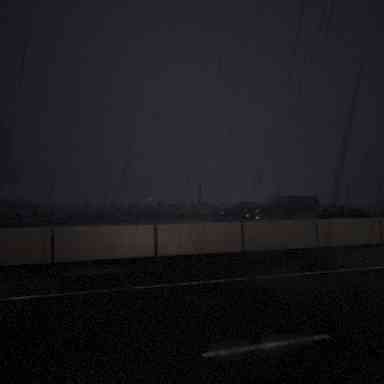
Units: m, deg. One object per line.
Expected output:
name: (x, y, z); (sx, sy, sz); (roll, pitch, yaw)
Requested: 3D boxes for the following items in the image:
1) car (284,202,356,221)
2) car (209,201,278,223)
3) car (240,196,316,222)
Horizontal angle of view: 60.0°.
car: (8.438, 1.533, 20.117); (4.902, 1.511, 2.128); (0, 0, -17)
car: (4.009, 1.503, 26.062); (5.008, 1.535, 1.882); (0, 0, -17)
car: (6.383, 1.255, 23.139); (5.566, 2.045, 2.150); (0, 0, -17)
